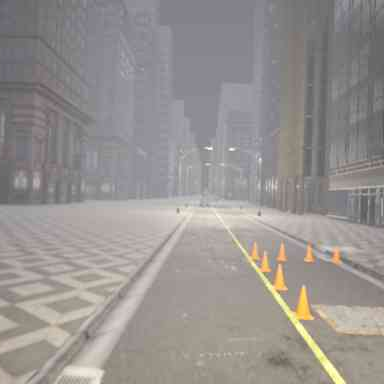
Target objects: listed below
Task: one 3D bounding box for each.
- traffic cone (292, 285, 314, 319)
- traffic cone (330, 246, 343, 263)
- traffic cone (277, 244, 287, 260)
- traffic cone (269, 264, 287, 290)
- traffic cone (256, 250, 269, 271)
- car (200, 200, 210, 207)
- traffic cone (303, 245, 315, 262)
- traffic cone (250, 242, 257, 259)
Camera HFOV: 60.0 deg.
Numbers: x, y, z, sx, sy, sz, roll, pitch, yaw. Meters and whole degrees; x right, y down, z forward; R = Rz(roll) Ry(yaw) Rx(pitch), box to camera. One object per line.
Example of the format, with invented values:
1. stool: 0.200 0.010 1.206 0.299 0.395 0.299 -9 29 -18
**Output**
1. traffic cone: 2.155 2.111 6.453 0.340 0.580 0.340 2 -1 2
2. traffic cone: 5.359 2.295 12.343 0.340 0.580 0.340 2 -1 2
3. traffic cone: 3.362 2.221 12.413 0.340 0.580 0.340 2 -1 2
4. traffic cone: 2.224 2.135 8.452 0.340 0.580 0.340 2 -1 2
5. traffic cone: 2.294 2.159 10.450 0.340 0.580 0.340 2 -1 2
6. car: 2.578 2.303 67.920 1.812 1.442 4.674 2 -1 2
7. traffic cone: 4.360 2.258 12.379 0.340 0.580 0.340 2 -1 2
8. traffic cone: 2.363 2.183 12.449 0.340 0.580 0.340 2 -1 2
